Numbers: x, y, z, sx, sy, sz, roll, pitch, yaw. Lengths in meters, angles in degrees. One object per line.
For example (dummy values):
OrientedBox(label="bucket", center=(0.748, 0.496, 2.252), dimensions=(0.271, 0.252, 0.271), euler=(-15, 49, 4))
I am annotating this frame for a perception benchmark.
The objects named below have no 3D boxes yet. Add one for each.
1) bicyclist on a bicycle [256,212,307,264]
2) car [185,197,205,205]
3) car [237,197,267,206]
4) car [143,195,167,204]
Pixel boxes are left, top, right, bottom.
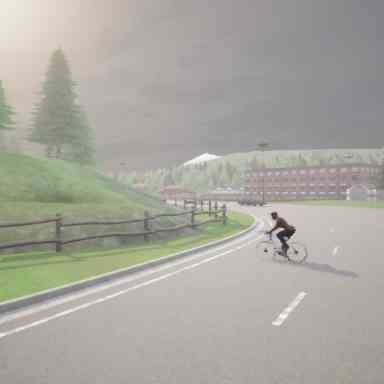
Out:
OrientedBox(label="bicyclist on a bicycle", center=(2.812, 1.455, 10.615), dimensions=(1.656, 1.620, 0.582), euler=(-2, -1, 30))
OrientedBox(label="car", center=(0.420, 1.564, 60.125), dimensions=(1.994, 1.385, 4.181), euler=(0, 0, -38))
OrientedBox(label="car", center=(9.636, 1.547, 53.388), dimensions=(2.033, 1.411, 5.357), euler=(0, 0, -33))
OrientedBox(label="car", center=(-6.922, 1.601, 63.762), dimensions=(1.895, 1.301, 4.718), euler=(0, 0, -40))
